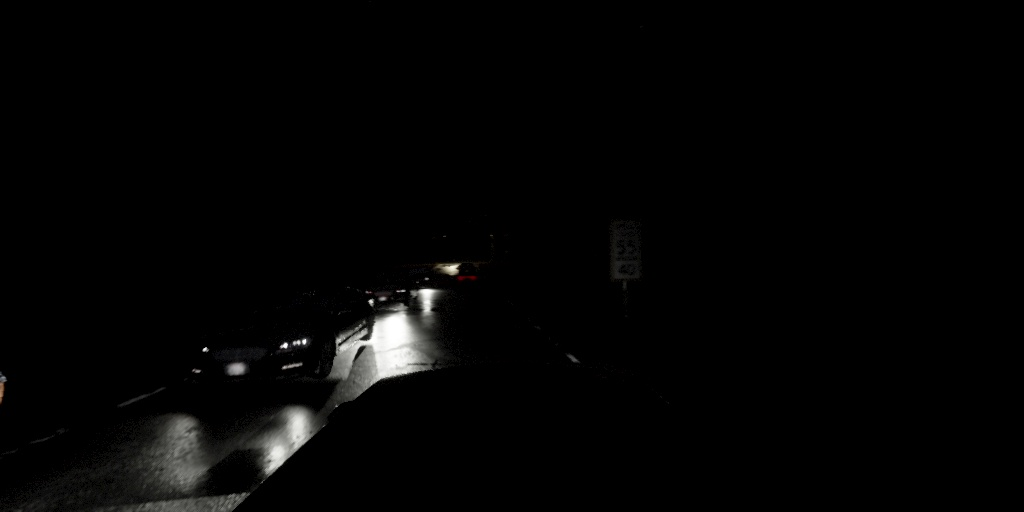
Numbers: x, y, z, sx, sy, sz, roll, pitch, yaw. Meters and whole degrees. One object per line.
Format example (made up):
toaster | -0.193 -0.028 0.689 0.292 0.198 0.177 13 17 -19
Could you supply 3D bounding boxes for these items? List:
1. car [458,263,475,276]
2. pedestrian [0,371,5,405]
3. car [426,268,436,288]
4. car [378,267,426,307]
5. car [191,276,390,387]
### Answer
car | -5.492 1.585 43.680 1.882 1.535 5.008 -1 0 -8
pedestrian | -3.662 1.122 2.254 0.375 1.860 0.375 -2 0 -8
car | -6.951 1.603 27.165 1.812 1.442 4.674 -1 0 -8
car | -5.557 1.488 16.978 2.128 1.511 4.902 -1 0 -8
car | -4.272 1.386 7.566 2.128 1.511 4.902 -1 -1 -8
